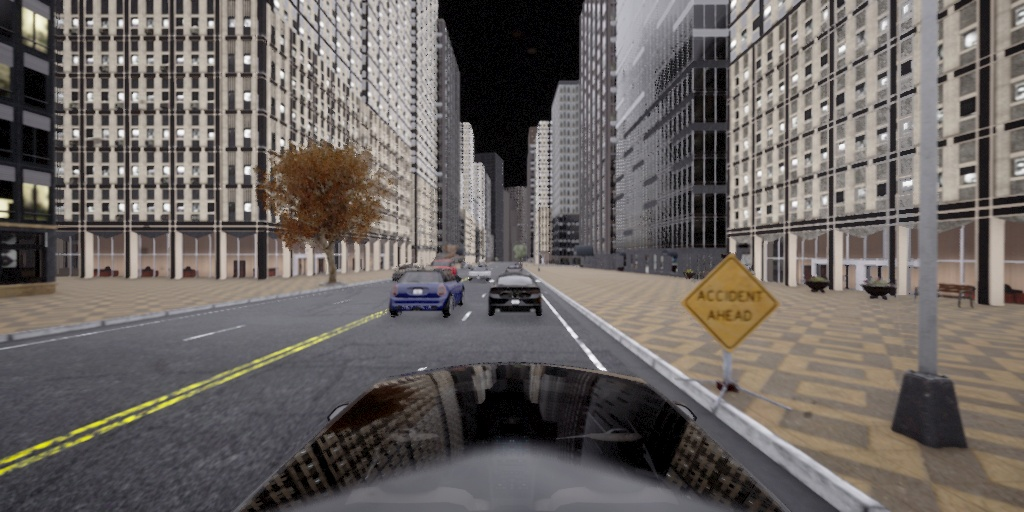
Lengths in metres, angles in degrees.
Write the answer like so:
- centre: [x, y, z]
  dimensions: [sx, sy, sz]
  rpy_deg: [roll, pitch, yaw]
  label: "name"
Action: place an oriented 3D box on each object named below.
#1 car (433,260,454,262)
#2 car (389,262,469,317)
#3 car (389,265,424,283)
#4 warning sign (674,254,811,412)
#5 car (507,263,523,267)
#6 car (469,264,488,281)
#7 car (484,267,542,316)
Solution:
- centre: [-6.528, 1.350, 33.597]
  dimensions: [2.150, 2.045, 5.566]
  rpy_deg: [0, -1, 0]
  label: "car"
- centre: [-3.134, 1.249, 14.092]
  dimensions: [2.097, 1.767, 4.553]
  rpy_deg: [0, -1, 0]
  label: "car"
- centre: [-9.776, 1.636, 33.717]
  dimensions: [1.837, 1.490, 4.892]
  rpy_deg: [0, -1, 0]
  label: "car"
- centre: [2.855, 0.902, 4.764]
  dimensions: [1.300, 1.860, 1.060]
  rpy_deg: [0, 0, 0]
  label: "warning sign"
- centre: [0.190, 1.712, 41.225]
  dimensions: [2.128, 1.511, 4.902]
  rpy_deg: [0, -1, 0]
  label: "car"
- centre: [-3.076, 1.750, 35.222]
  dimensions: [1.895, 1.301, 4.718]
  rpy_deg: [0, -1, 0]
  label: "car"
- centre: [0.118, 1.377, 14.286]
  dimensions: [1.882, 1.535, 5.008]
  rpy_deg: [0, 0, 0]
  label: "car"
